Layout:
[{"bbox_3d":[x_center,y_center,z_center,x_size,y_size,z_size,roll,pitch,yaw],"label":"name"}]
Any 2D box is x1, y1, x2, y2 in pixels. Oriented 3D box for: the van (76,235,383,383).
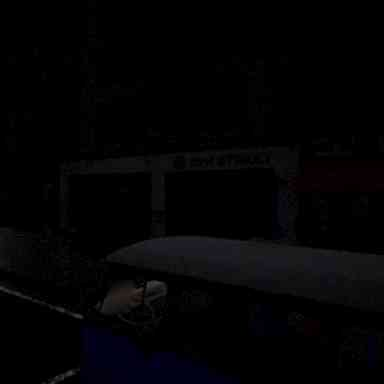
[{"bbox_3d":[0.832,1.337,2.484,3.998,1.788,1.690,0,0,36],"label":"van"}]
